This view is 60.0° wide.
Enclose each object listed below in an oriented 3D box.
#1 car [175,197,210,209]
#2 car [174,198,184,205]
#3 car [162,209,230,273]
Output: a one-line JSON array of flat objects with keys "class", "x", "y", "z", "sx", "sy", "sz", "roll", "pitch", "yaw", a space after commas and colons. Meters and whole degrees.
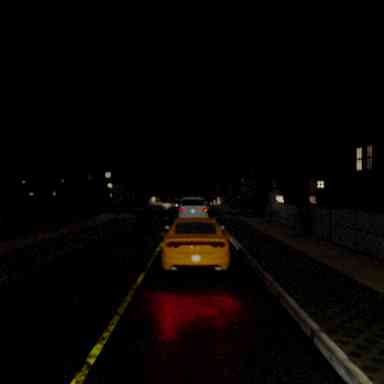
[{"class": "car", "x": 0.181, "y": 1.397, "z": 25.543, "sx": 2.150, "sy": 2.045, "sz": 5.566, "roll": 0, "pitch": -1, "yaw": 3}, {"class": "car", "x": -2.750, "y": 2.053, "z": 73.862, "sx": 2.033, "sy": 1.411, "sz": 5.357, "roll": 0, "pitch": 0, "yaw": 0}, {"class": "car", "x": 0.098, "y": 1.553, "z": 10.964, "sx": 1.882, "sy": 1.535, "sz": 5.008, "roll": 0, "pitch": 0, "yaw": 0}]
